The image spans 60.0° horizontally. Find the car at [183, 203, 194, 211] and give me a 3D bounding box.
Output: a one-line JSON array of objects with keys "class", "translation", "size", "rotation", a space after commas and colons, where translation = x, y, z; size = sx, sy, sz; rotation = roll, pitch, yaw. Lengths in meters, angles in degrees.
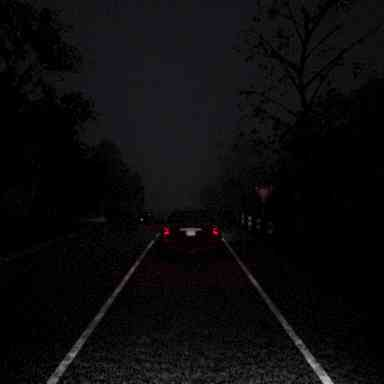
[{"class": "car", "translation": [-0.740, 3.003, 68.265], "size": [2.128, 1.511, 4.902], "rotation": [0, -2, -1]}]

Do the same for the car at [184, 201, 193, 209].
[{"class": "car", "translation": [-0.852, 3.124, 78.431], "size": [2.097, 1.767, 4.553], "rotation": [0, -2, -1]}]

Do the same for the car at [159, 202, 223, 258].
[{"class": "car", "translation": [-0.048, 1.343, 12.790], "size": [2.097, 1.767, 4.553], "rotation": [0, 0, 0]}]

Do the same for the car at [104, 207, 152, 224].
[{"class": "car", "translation": [-5.341, 1.839, 27.167], "size": [1.895, 1.301, 4.718], "rotation": [-3, 1, -42]}]
